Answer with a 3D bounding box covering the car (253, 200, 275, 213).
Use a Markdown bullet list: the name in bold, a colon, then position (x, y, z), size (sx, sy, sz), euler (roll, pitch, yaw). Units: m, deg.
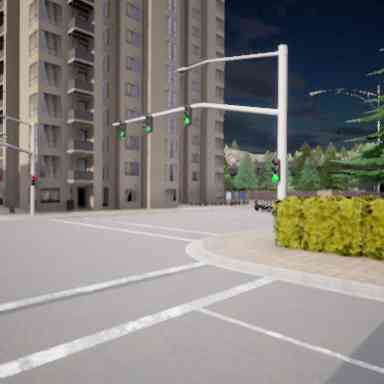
- **car**: position (9.017, 1.618, 38.213), size (1.895, 1.301, 4.718), euler (0, 0, 44)
